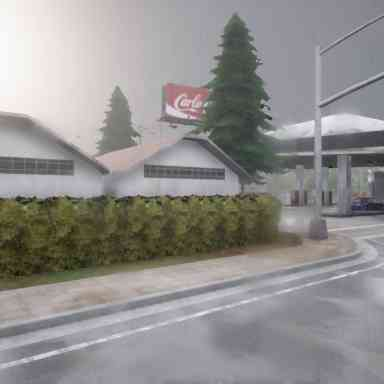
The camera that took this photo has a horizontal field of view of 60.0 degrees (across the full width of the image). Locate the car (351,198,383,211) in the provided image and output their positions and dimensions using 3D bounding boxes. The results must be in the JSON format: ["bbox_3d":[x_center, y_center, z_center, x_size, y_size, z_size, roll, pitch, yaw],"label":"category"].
[{"bbox_3d":[20.761,1.480,39.315,4.611,1.667,2.242,0,0,-36],"label":"car"}]

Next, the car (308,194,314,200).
[{"bbox_3d":[31.778,1.330,88.820,2.152,1.636,5.027,0,0,-36],"label":"car"}]
